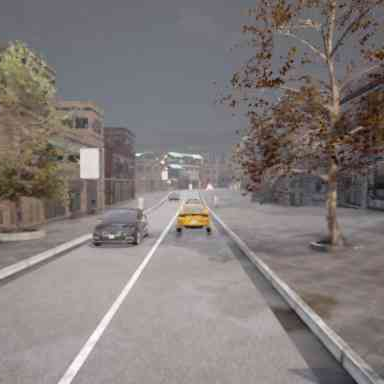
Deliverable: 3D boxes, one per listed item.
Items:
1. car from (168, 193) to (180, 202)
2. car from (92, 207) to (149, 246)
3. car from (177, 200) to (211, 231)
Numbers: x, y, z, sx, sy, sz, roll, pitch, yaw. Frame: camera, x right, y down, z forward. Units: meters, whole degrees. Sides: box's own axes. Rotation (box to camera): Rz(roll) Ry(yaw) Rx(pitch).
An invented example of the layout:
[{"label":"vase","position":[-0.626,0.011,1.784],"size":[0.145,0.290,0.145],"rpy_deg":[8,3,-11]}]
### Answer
[{"label":"car","position":[-3.028,0.878,58.076],"size":[2.033,1.411,5.357],"rpy_deg":[0,3,1]},{"label":"car","position":[-3.098,1.497,15.247],"size":[1.837,1.490,4.892],"rpy_deg":[0,0,0]},{"label":"car","position":[0.101,1.467,20.461],"size":[1.882,1.535,5.008],"rpy_deg":[0,0,0]}]
